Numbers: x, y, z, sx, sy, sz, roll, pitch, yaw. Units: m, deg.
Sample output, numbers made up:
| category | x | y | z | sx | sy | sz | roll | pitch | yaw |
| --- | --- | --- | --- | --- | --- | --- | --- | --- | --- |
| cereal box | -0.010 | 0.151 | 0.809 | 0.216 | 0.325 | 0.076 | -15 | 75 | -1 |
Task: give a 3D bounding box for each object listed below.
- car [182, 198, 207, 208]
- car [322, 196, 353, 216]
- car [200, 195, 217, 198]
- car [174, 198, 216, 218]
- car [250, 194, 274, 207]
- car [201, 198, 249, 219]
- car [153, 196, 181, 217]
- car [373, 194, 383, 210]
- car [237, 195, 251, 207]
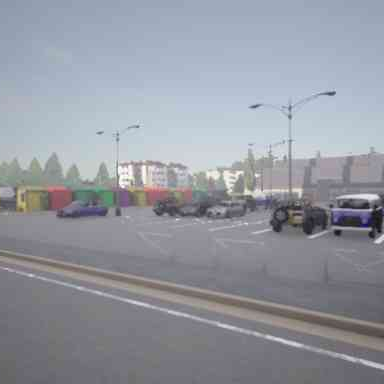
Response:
| category | x | y | z | sx | sy | sz | roll | pitch | yaw |
| --- | --- | --- | --- | --- | --- | --- | --- | --- | --- |
| car | 0.383 | 1.605 | 49.036 | 1.784 | 1.438 | 3.905 | 0 | 0 | 36 |
| car | 16.421 | 1.508 | 37.435 | 1.970 | 1.475 | 3.806 | 0 | 0 | 36 |
| car | 2.689 | 1.376 | 47.284 | 1.932 | 1.855 | 4.605 | 0 | 0 | 36 |
| car | 0.542 | 1.532 | 30.298 | 1.784 | 1.438 | 3.905 | 0 | 0 | 36 |
| car | 12.960 | 1.379 | 61.478 | 1.905 | 1.878 | 3.866 | 0 | 0 | 36 |
| car | 2.885 | 1.545 | 28.597 | 1.970 | 1.475 | 3.806 | 0 | 0 | 36 |
| car | -1.661 | 1.339 | 31.833 | 1.932 | 1.855 | 4.605 | 0 | 0 | 36 |
| car | 28.866 | 1.252 | 49.986 | 1.905 | 1.878 | 3.866 | 0 | 0 | 36 |
| car | 10.624 | 1.637 | 63.186 | 1.970 | 1.475 | 3.806 | 0 | 0 | 36 |
